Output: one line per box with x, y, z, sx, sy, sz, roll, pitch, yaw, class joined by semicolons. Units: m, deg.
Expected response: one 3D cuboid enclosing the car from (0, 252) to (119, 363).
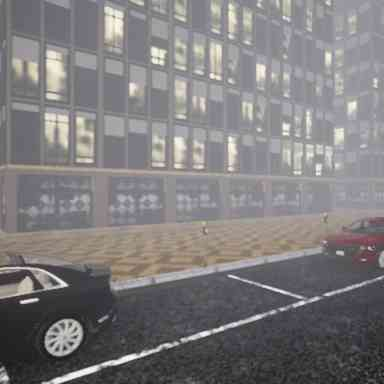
-3.160;1.551;4.302;4.403;1.369;2.008;0;0;-35;car

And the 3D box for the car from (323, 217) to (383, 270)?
6.110;1.511;10.911;4.507;1.381;1.887;0;0;-35;car
